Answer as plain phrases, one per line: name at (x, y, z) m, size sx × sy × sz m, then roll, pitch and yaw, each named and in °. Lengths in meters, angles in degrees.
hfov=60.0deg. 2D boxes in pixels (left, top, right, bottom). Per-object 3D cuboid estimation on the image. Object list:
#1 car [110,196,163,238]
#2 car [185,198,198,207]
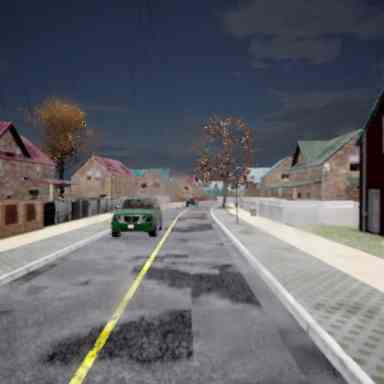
car at (-2.834, 1.256, 18.246) m, size 2.150 × 2.045 × 5.566 m, roll 0°, pitch 0°, yaw 0°
car at (-0.020, 1.762, 55.081) m, size 1.837 × 1.490 × 4.892 m, roll 0°, pitch -1°, yaw 6°
